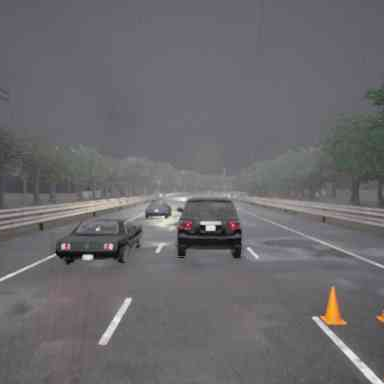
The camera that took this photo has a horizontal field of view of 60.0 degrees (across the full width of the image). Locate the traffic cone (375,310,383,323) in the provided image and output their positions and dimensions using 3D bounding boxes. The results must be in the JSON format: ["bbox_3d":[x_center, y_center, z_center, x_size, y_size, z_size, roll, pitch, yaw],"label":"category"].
[{"bbox_3d":[3.453,1.949,5.792,0.340,0.580,0.340,0,0,0],"label":"traffic cone"}]

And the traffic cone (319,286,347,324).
[{"bbox_3d":[2.453,1.946,5.797,0.340,0.580,0.340,0,0,0],"label":"traffic cone"}]

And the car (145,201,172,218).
[{"bbox_3d":[-2.829,1.464,28.611,1.994,1.385,4.181,0,0,0],"label":"car"}]

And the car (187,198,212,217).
[{"bbox_3d":[0.685,1.394,31.256,2.128,1.511,4.902,0,0,0],"label":"car"}]

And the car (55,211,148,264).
[{"bbox_3d":[-2.924,1.556,11.604,1.895,1.301,4.718,0,0,0],"label":"car"}]

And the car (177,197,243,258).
[{"bbox_3d":[0.582,1.184,12.824,2.150,2.045,5.566,0,0,0],"label":"car"}]
